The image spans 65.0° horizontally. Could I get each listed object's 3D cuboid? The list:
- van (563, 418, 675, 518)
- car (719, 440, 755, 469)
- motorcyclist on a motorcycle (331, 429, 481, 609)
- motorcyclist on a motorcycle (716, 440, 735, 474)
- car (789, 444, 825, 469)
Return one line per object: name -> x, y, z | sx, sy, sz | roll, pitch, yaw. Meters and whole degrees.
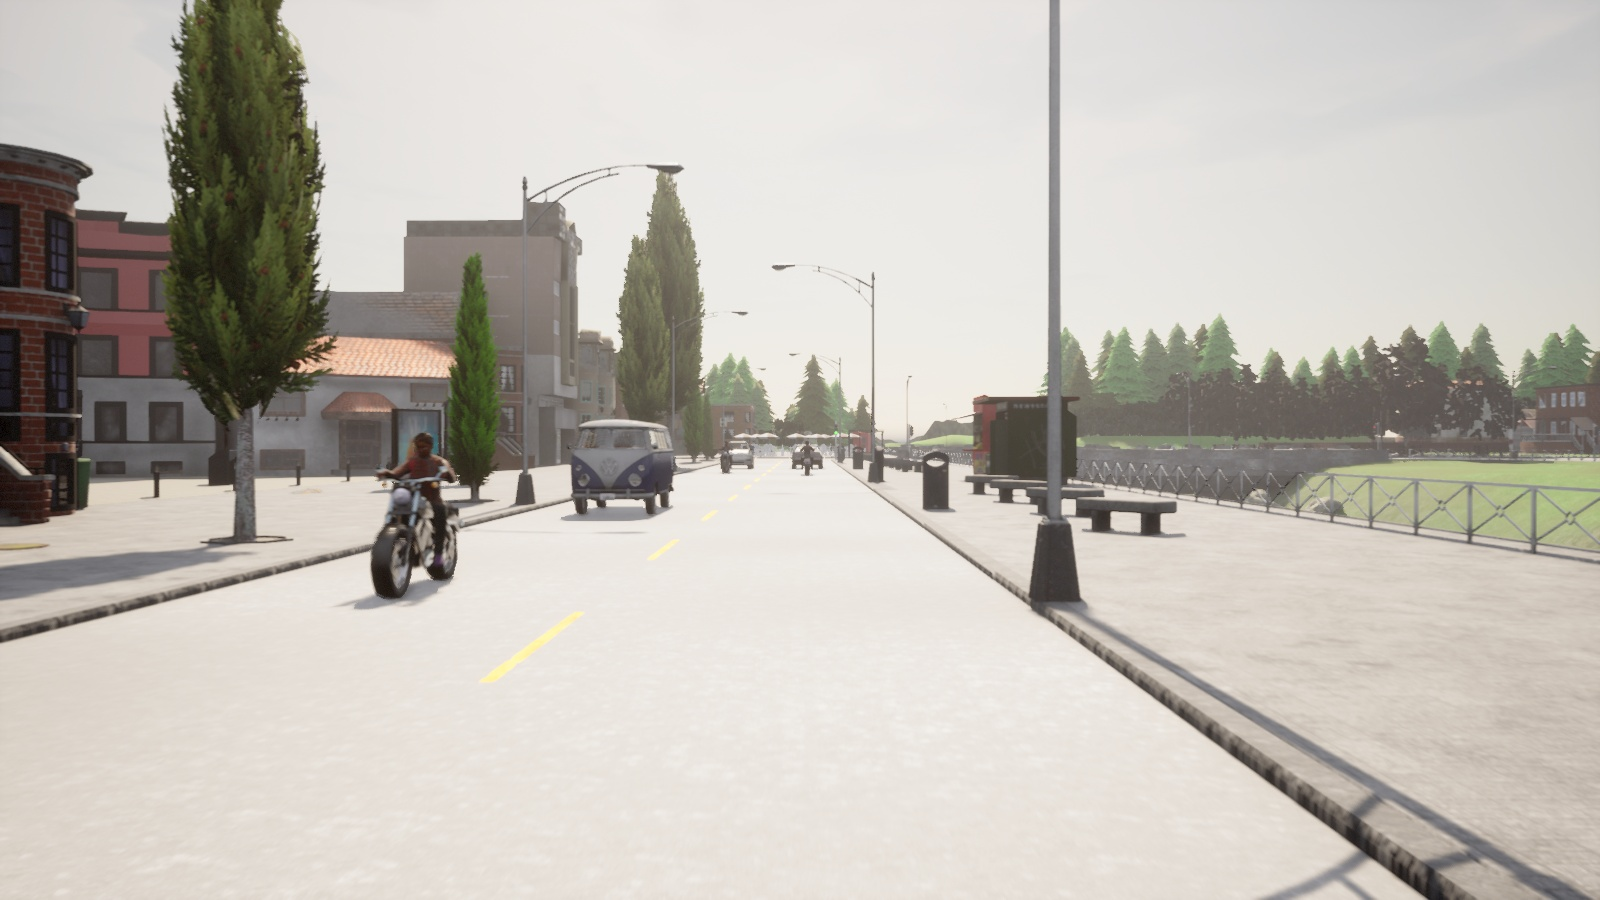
van -> -3.833, 0.342, 27.285 | 1.775, 1.987, 4.442 | 0, 0, 0
car -> -3.584, 0.234, 72.277 | 1.851, 1.617, 3.988 | 0, 0, 0
motorcyclist on a motorcycle -> -3.914, 0.622, 12.696 | 0.766, 1.649, 2.350 | 0, 0, 0
motorcyclist on a motorcycle -> -3.643, 0.346, 61.734 | 0.766, 1.649, 2.350 | 0, 0, 0
car -> 0.423, 0.378, 73.785 | 2.033, 1.411, 5.357 | 0, 0, 0
